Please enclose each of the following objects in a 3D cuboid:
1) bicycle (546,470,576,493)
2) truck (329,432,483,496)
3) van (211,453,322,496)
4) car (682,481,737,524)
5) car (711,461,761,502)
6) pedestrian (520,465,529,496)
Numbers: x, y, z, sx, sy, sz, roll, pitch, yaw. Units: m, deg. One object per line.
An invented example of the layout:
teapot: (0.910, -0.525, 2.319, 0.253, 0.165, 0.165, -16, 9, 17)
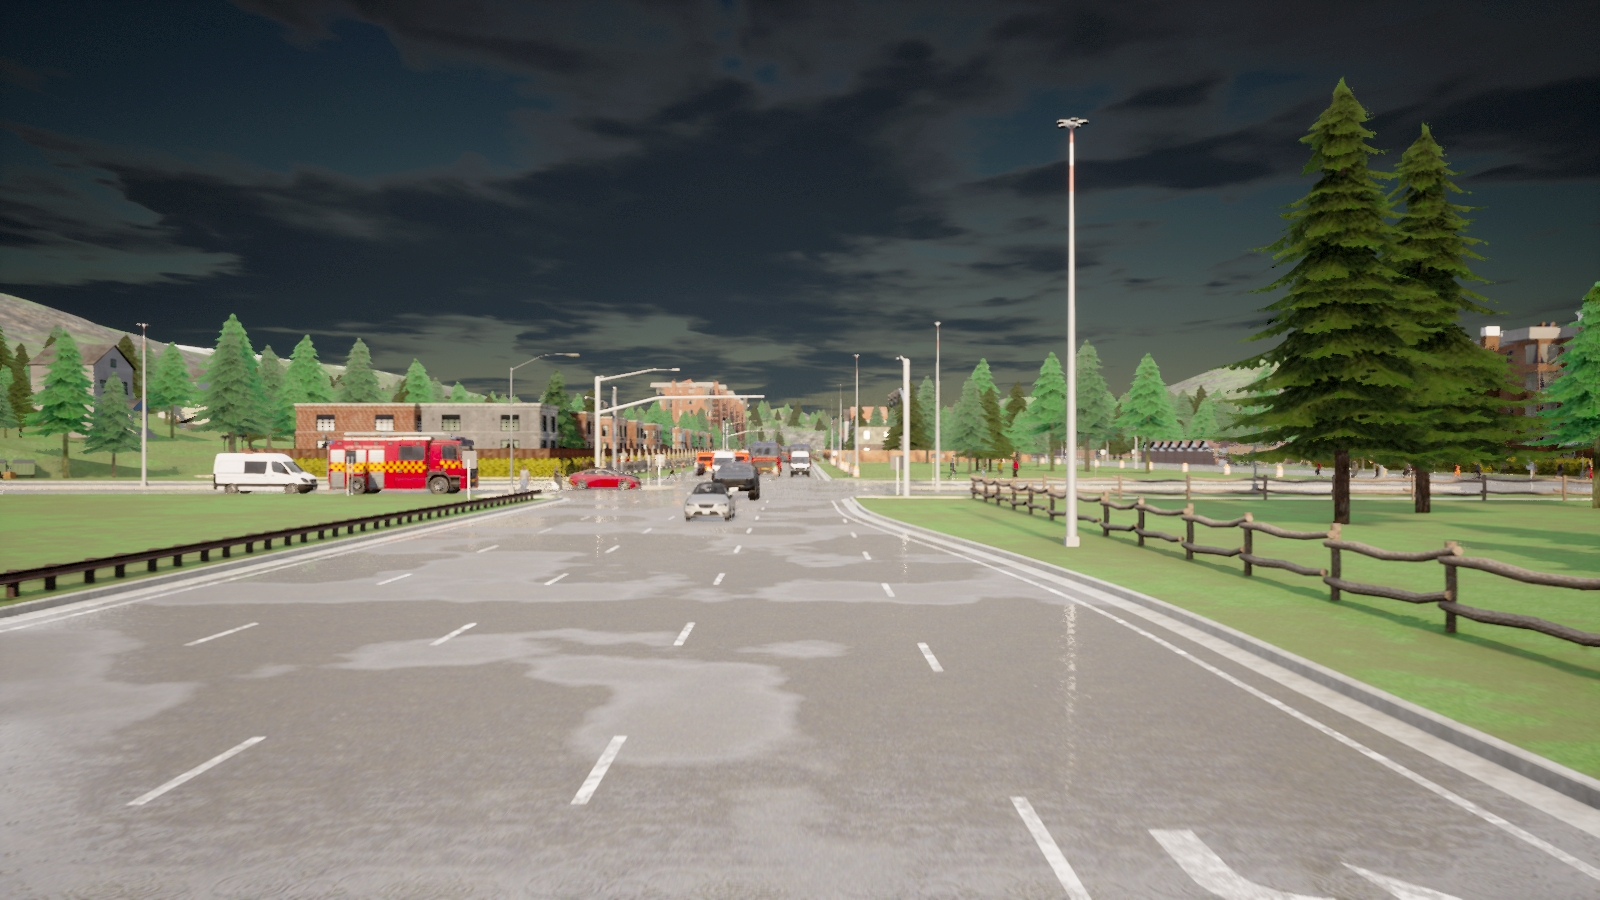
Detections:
bicycle: (-15.438, 2.007, 73.771, 1.835, 1.471, 0.329, 0, 0, 0)
truck: (-24.090, 0.840, 70.115, 8.468, 3.827, 2.891, 0, 0, 1)
van: (-32.841, 1.485, 70.458, 5.915, 2.561, 1.988, 0, 0, 1)
car: (-3.517, 2.033, 44.983, 1.816, 1.474, 4.193, 0, 0, 0)
car: (-3.489, 1.708, 63.483, 2.390, 2.098, 6.274, 0, 0, 0)
pedestrian: (-16.393, 1.800, 67.999, 0.375, 1.860, 0.375, 0, 0, 5)
